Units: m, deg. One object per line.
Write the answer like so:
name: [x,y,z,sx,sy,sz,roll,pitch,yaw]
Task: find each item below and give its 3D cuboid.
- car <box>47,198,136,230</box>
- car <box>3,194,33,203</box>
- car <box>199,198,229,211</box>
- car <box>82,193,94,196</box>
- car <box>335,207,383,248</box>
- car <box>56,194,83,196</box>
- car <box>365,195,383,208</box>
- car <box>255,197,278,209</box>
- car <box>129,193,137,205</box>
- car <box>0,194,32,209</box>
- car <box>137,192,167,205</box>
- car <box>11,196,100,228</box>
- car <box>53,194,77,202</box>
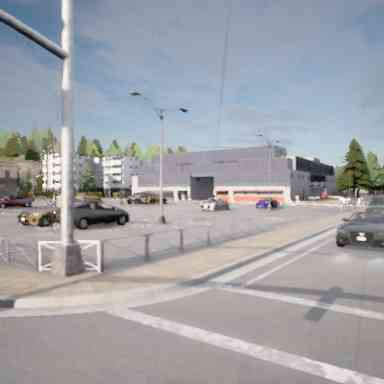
car: [-5.804,1.313,19.696,2.007,1.523,4.514,0,0,35]
car: [-31.485,1.197,60.286,2.007,1.523,4.514,0,0,35]
car: [2.474,1.353,36.633,1.970,1.475,3.806,0,0,35]
car: [-18.998,1.070,60.506,2.152,1.636,5.027,0,0,35]
car: [7.471,1.561,14.101,1.994,1.385,4.181,0,0,35]
car: [-13.661,1.268,34.556,1.845,1.501,3.633,0,0,35]
car: [12.783,1.218,21.791,2.150,2.045,5.566,0,0,35]
car: [9.184,1.347,40.982,1.845,1.501,3.633,0,0,35]
car: [-8.540,1.014,53.136,1.905,1.878,3.866,0,0,35]
car: [-21.805,1.230,40.347,2.007,1.523,4.514,0,0,35]
car: [-5.927,1.040,51.799,1.932,1.855,4.605,0,0,35]
car: [-8.398,1.299,21.460,2.152,1.636,5.027,0,0,35]
car: [-24.431,1.137,63.938,1.970,1.475,3.806,0,0,35]
